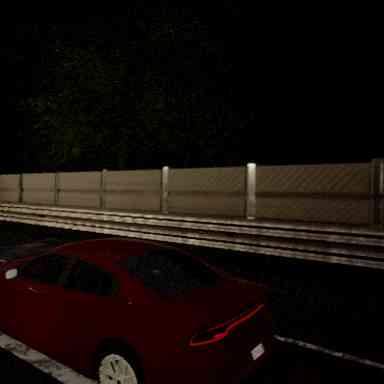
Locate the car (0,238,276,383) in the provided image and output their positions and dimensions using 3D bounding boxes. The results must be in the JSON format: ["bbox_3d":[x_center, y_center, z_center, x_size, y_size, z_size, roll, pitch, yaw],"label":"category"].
[{"bbox_3d":[-1.338,1.425,4.825,5.008,1.535,1.882,1,1,35],"label":"car"}]
